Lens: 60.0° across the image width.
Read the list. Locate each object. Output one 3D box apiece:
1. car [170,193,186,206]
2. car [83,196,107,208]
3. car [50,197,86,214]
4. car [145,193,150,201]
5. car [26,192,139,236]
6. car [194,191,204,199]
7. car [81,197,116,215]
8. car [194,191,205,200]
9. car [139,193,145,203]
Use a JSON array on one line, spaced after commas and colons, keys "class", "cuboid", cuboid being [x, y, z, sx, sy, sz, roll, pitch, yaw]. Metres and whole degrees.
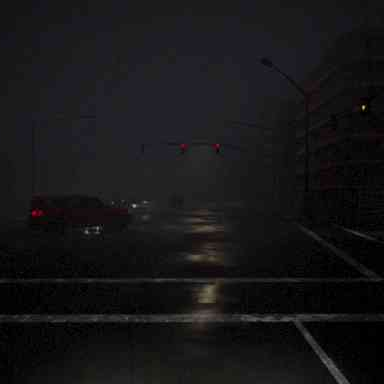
[{"class": "car", "cuboid": [-2.155, 1.212, 47.210, 1.812, 1.442, 4.674, 0, 1, 1]}, {"class": "car", "cuboid": [-12.895, 1.302, 44.315, 1.994, 1.385, 4.181, 0, 1, 0]}, {"class": "car", "cuboid": [-13.007, 1.346, 35.324, 1.882, 1.535, 5.008, 0, 1, 1]}, {"class": "car", "cuboid": [-9.093, 0.947, 63.478, 2.033, 1.411, 5.357, 0, 1, 1]}, {"class": "car", "cuboid": [-6.073, 1.187, 18.341, 5.566, 2.045, 2.150, 0, 1, -37]}, {"class": "car", "cuboid": [1.604, 0.556, 75.795, 2.097, 1.767, 4.553, 0, 1, 1]}, {"class": "car", "cuboid": [-9.519, 1.369, 34.257, 2.128, 1.511, 4.902, 0, 1, 1]}, {"class": "car", "cuboid": [1.574, 0.855, 65.405, 2.128, 1.511, 4.902, 0, 1, 1]}, {"class": "car", "cuboid": [-9.280, 1.132, 52.943, 2.033, 1.411, 5.357, 0, 1, 1]}]
